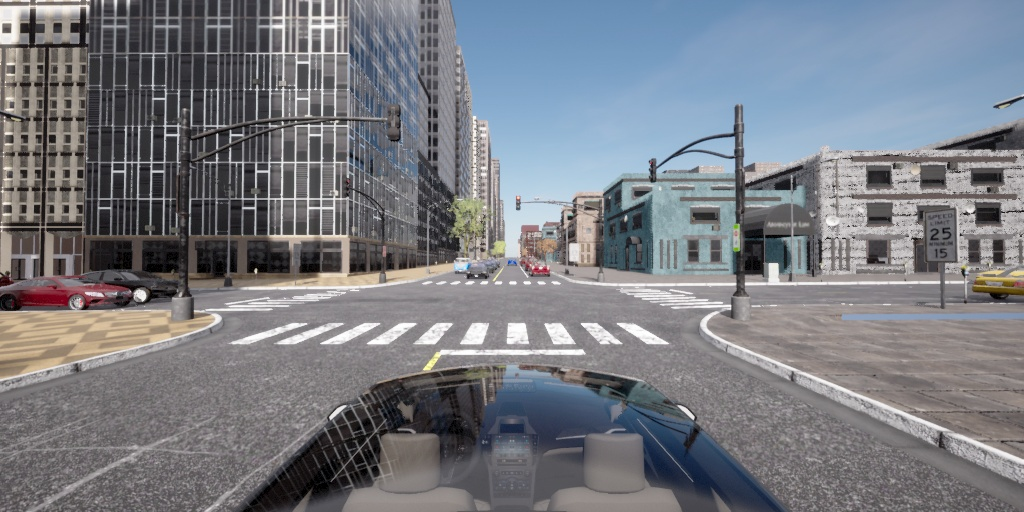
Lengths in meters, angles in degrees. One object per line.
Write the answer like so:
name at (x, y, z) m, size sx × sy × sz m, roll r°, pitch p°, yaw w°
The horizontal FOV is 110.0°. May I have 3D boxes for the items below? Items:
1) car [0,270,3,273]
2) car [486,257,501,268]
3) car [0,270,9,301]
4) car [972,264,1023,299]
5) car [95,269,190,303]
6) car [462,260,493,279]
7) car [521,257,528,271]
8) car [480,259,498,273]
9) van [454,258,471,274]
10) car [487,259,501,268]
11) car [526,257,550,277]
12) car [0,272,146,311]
car at (-23.097, 1.326, 14.067) m, size 4.097 × 1.591 × 1.967 m, roll 0°, pitch 0°, yaw 1°
car at (-3.077, 1.306, 52.181) m, size 2.033 × 1.411 × 5.357 m, roll 0°, pitch 0°, yaw 0°
car at (-27.385, 1.465, 16.716) m, size 4.902 × 1.511 × 2.128 m, roll -1°, pitch -1°, yaw 1°
car at (20.694, 0.995, 13.631) m, size 4.829 × 1.417 × 1.751 m, roll 0°, pitch 0°, yaw 1°
car at (-17.888, 1.360, 16.623) m, size 5.008 × 1.535 × 1.882 m, roll -1°, pitch -1°, yaw 0°
car at (-3.073, 1.304, 33.034) m, size 2.033 × 1.411 × 5.357 m, roll 0°, pitch 0°, yaw -1°
car at (2.709, 1.073, 47.191) m, size 2.192 × 1.841 × 5.009 m, roll 0°, pitch 0°, yaw 0°
car at (-3.084, 1.321, 42.337) m, size 1.994 × 1.385 × 4.181 m, roll 0°, pitch 0°, yaw 0°
van at (-5.675, 1.098, 41.481) m, size 1.690 × 1.789 × 3.998 m, roll 0°, pitch 0°, yaw 0°
car at (-3.034, 1.251, 62.310) m, size 2.128 × 1.511 × 4.902 m, roll 0°, pitch 0°, yaw 0°
car at (2.704, 1.196, 35.843) m, size 1.967 × 1.591 × 4.097 m, roll 0°, pitch 0°, yaw 0°
car at (-17.414, 1.413, 14.011) m, size 4.207 × 1.307 × 1.802 m, roll 0°, pitch 0°, yaw 1°
